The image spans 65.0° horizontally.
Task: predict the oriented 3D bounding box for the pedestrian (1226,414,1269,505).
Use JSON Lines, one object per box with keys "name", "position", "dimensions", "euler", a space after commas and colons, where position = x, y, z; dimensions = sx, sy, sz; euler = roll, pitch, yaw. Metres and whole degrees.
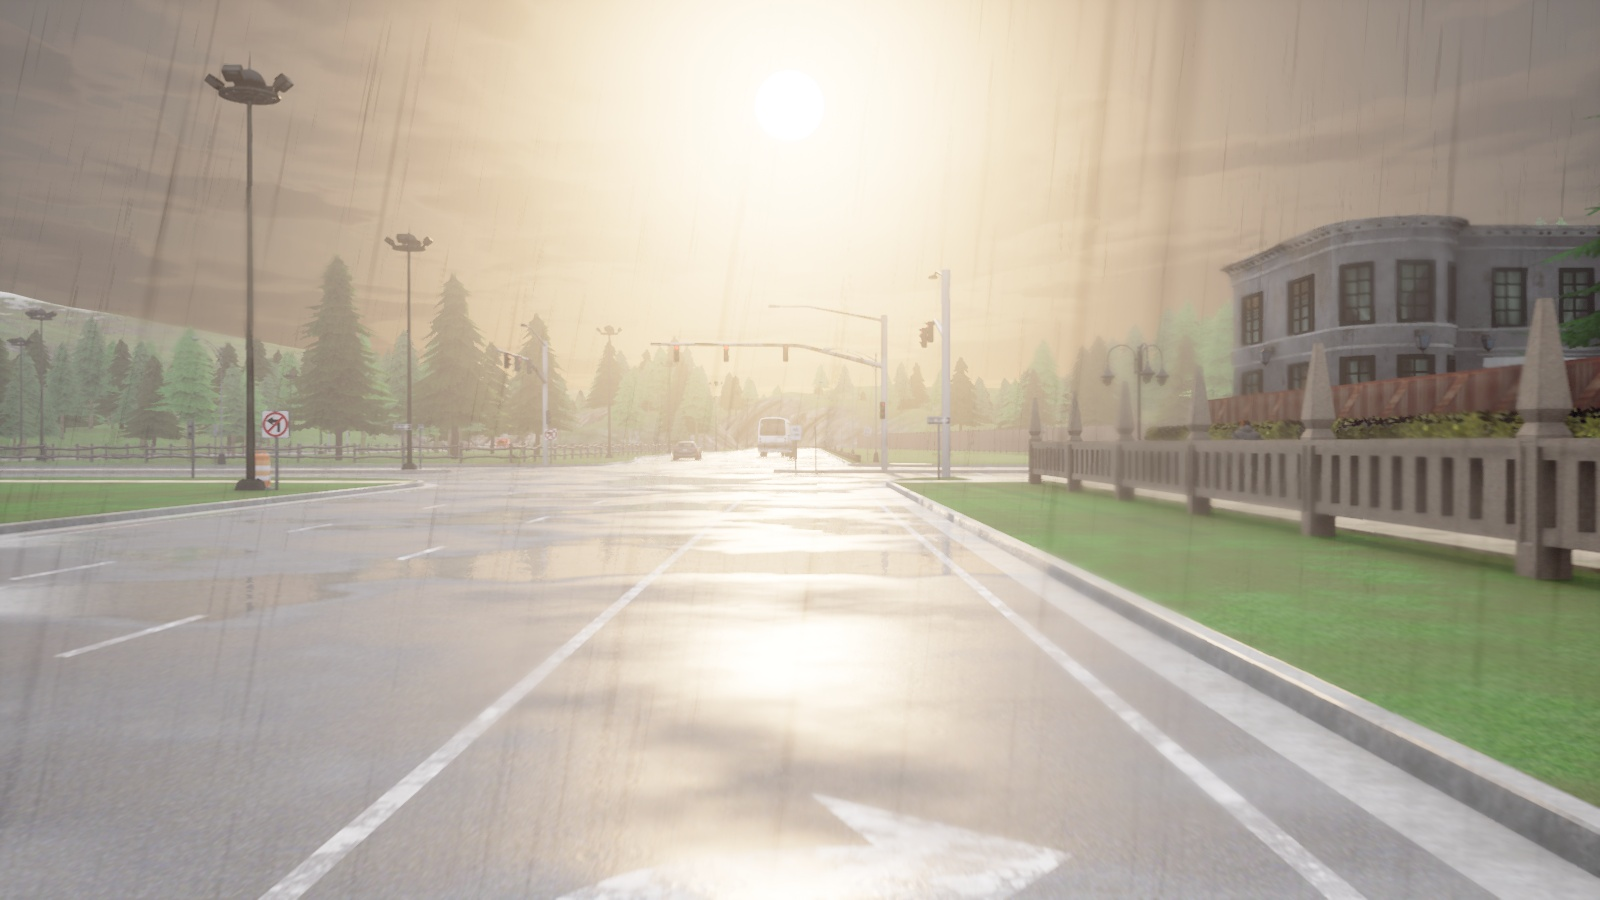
{"name": "pedestrian", "position": [9.793, 0.208, 27.489], "dimensions": [0.659, 1.952, 0.873], "euler": [0, 0, 3]}
